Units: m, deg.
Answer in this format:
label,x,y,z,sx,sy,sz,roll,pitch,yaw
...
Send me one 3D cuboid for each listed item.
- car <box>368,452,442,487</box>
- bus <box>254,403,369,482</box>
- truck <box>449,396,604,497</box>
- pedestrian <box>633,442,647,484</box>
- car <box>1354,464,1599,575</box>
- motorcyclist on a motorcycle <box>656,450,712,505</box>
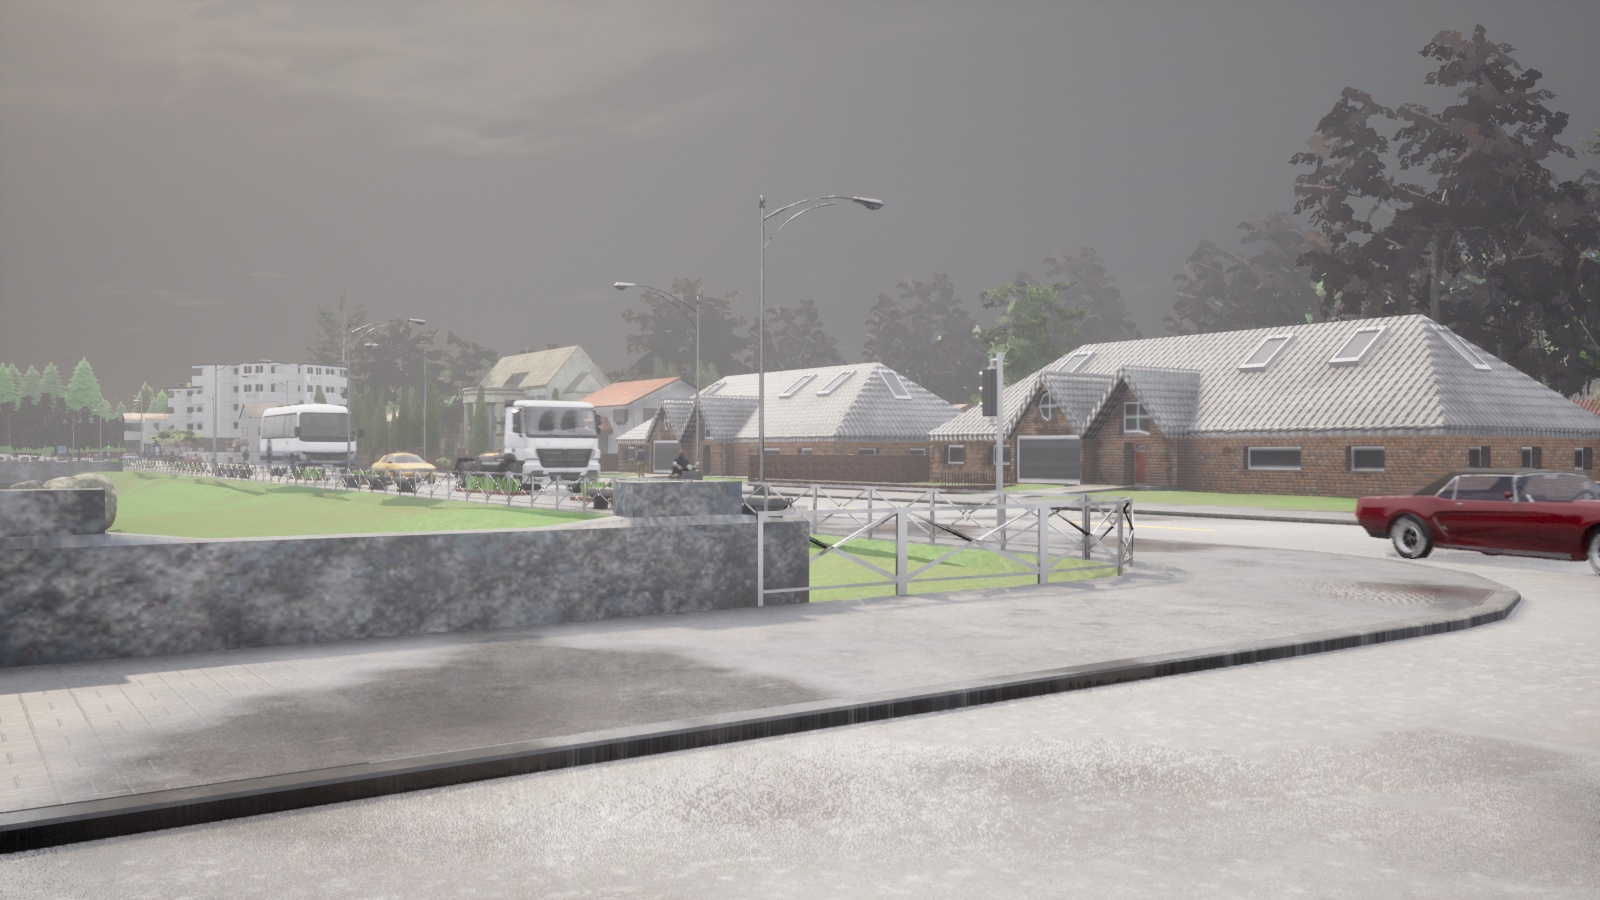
label,x,y,z,sx,sy,sz,roll,pitch,yaw
car,-18.600,0.867,58.958,1.801,1.575,5.366,0,0,-35
bus,-28.715,-0.391,73.483,3.944,4.253,10.273,0,0,-35
truck,-10.435,-0.099,47.231,2.891,3.462,7.936,0,0,-35
pedestrian,-7.487,0.615,58.870,0.423,1.949,0.788,0,0,-25
car,9.999,0.865,16.859,1.895,1.301,4.718,0,0,-22
motorcyclist on a motorcycle,-3.450,0.797,37.201,0.866,1.590,1.817,0,0,-35
